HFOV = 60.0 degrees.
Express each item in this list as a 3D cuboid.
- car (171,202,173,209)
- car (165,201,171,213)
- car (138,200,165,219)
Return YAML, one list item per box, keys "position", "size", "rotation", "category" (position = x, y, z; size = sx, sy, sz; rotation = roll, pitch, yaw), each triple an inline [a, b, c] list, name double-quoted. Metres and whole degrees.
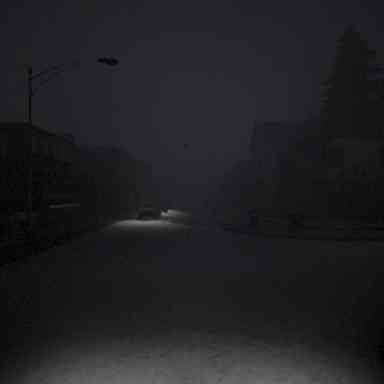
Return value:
- position: [-4.077, 2.050, 52.689]
  size: [1.895, 1.301, 4.718]
  rotation: [0, 0, 0]
  category: "car"
- position: [-4.090, 1.867, 42.535]
  size: [1.837, 1.490, 4.892]
  rotation: [0, 0, 0]
  category: "car"
- position: [-4.092, 1.756, 32.566]
  size: [1.882, 1.535, 5.008]
  rotation: [0, 0, 0]
  category: "car"
